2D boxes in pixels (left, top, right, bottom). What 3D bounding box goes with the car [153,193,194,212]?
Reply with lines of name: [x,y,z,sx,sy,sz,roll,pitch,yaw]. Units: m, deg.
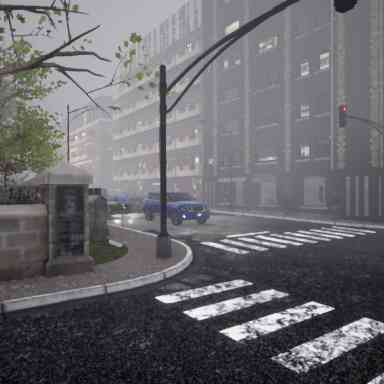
car: [-1.873,0.949,32.341,1.967,1.590,4.097,1,1,-36]

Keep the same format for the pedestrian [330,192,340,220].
pedestrian: [9.402,0.902,21.910,0.375,1.860,0.375,1,-1,-36]

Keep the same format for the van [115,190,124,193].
van: [-8.401,0.654,41.249,1.690,1.788,3.998,1,1,-36]

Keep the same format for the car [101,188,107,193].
car: [-12.561,0.488,42.514,2.150,2.045,5.566,0,1,-36]

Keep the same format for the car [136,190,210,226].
car: [-1.194,0.926,21.594,2.150,2.045,5.566,0,1,-36]

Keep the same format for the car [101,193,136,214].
car: [-6.855,1.098,29.322,1.994,1.385,4.181,0,1,-36]

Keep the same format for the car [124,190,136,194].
car: [-5.136,0.726,36.794,2.192,1.841,5.009,1,1,-36]
